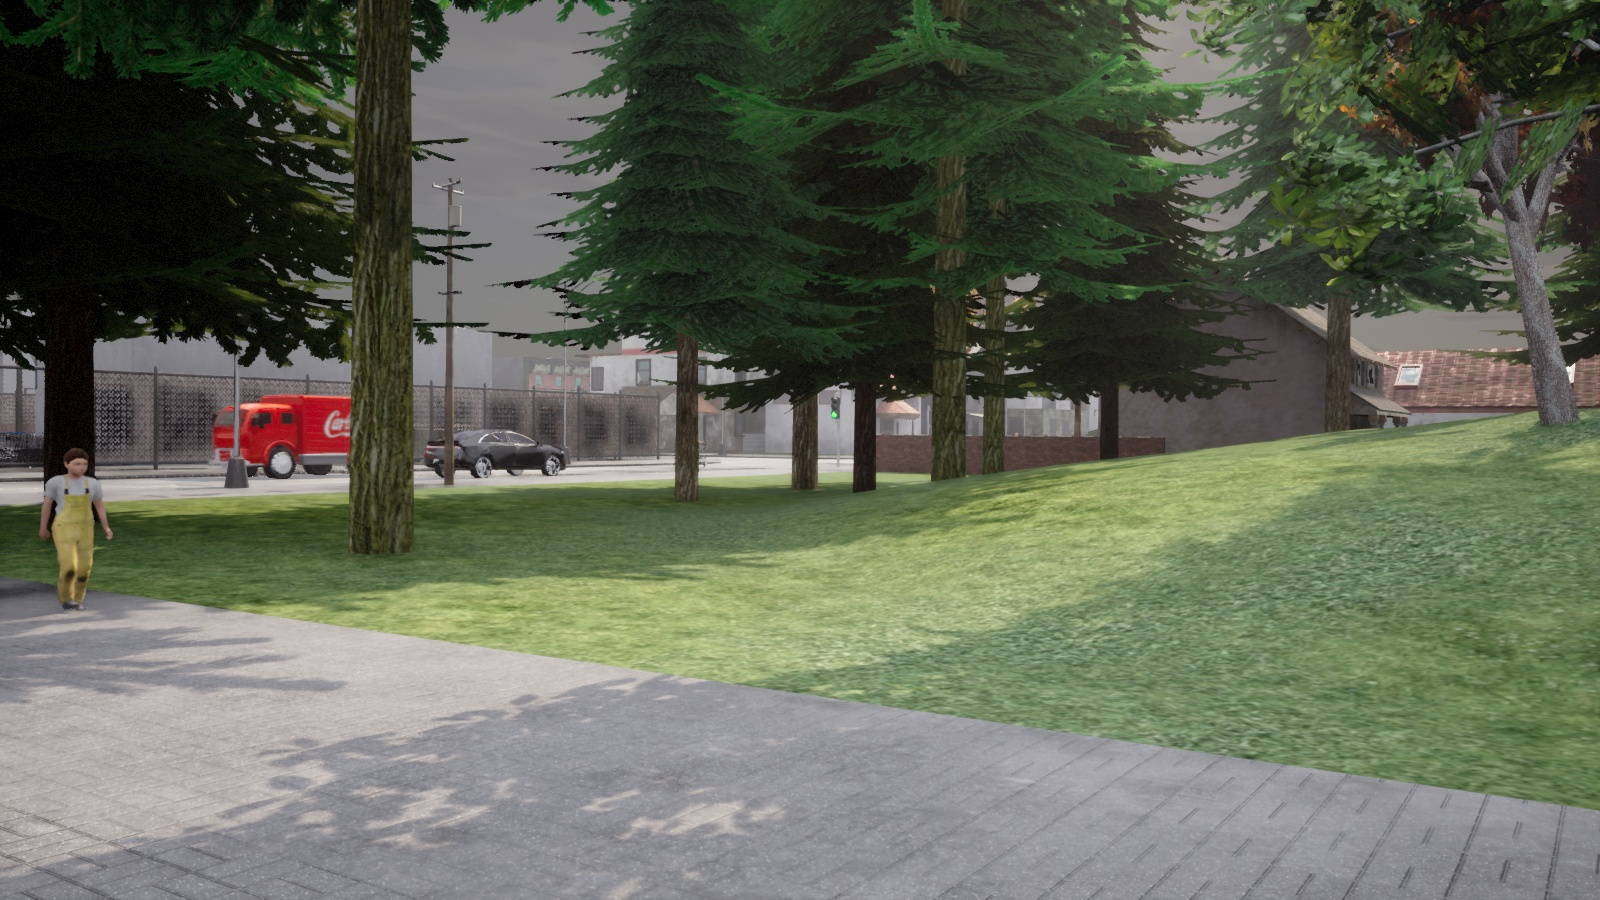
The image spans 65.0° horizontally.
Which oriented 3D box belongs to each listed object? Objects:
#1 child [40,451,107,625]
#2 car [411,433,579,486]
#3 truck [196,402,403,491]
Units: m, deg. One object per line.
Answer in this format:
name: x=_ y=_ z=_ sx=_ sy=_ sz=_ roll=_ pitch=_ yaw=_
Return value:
child: x=-5.424 y=0.642 z=9.370 sx=0.437 sy=1.263 sz=0.270 roll=0 pitch=1 yaw=38
car: x=-9.367 y=0.240 z=38.970 sx=2.128 sy=1.511 sz=4.902 roll=0 pitch=1 yaw=34
truck: x=-14.942 y=-0.136 z=37.795 sx=2.627 sy=2.467 sz=5.204 roll=0 pitch=1 yaw=34
